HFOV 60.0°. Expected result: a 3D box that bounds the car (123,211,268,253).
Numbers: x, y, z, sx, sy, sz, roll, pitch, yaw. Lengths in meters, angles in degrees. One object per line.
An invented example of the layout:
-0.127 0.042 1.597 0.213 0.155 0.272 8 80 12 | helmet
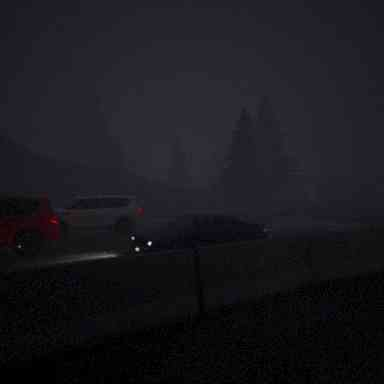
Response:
0.431 1.524 12.513 5.357 1.411 2.033 0 0 -32 | car

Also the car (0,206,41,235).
-10.512 1.513 17.812 4.181 1.385 1.994 0 0 -34 | car

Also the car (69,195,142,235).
-5.300 1.180 17.138 5.566 2.045 2.150 0 0 -33 | car

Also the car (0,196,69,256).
-7.483 1.187 11.448 5.566 2.045 2.150 0 0 -35 | car
